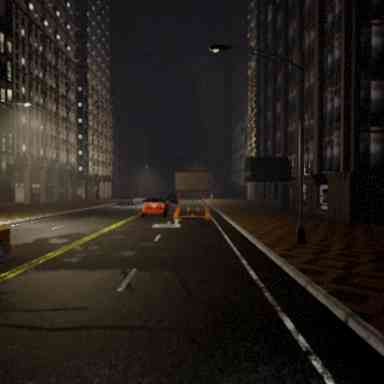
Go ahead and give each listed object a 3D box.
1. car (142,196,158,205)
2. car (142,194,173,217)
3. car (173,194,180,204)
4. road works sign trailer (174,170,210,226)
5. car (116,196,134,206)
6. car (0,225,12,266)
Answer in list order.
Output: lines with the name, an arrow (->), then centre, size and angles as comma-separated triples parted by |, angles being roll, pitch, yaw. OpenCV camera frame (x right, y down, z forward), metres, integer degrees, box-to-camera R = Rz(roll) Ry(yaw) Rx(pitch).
car -> -6.526, 1.311, 51.885 | 1.895, 1.301, 4.718 | 0, 0, 0
car -> -3.129, 1.187, 29.492 | 2.097, 1.767, 4.553 | 0, 0, 0
car -> -3.113, 1.055, 53.369 | 2.097, 1.767, 4.553 | 0, 1, 0
road works sign trailer -> 0.021, 0.340, 22.127 | 2.380, 3.560, 2.880 | 0, 0, 1
car -> -9.792, 1.253, 48.752 | 1.812, 1.442, 4.674 | 0, 0, 0
car -> -6.594, 1.430, 8.398 | 1.882, 1.535, 5.008 | 0, 0, 0
